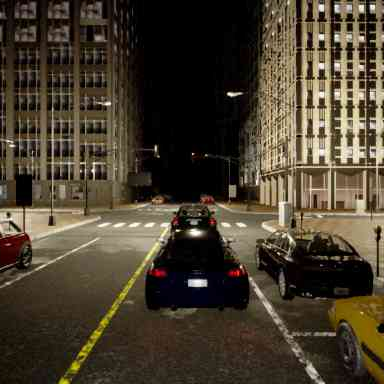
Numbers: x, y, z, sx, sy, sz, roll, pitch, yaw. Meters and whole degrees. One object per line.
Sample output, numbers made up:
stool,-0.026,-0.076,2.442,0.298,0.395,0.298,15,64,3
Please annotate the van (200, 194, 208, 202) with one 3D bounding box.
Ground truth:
van,2.637,1.250,74.479,1.690,1.788,3.998,0,0,0

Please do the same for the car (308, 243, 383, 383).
car,2.689,1.525,2.668,1.752,1.417,4.829,0,0,0

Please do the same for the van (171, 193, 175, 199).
van,-5.747,1.236,80.161,1.690,1.788,3.998,0,0,0

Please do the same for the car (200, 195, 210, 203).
car,2.641,1.363,68.794,1.967,1.590,4.097,0,0,0

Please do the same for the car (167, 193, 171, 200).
car,-5.764,1.251,63.106,2.192,1.841,5.009,0,0,0

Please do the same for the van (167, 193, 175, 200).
van,-5.755,1.205,91.533,1.690,1.788,3.998,0,0,0

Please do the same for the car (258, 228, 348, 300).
car,2.685,1.549,8.165,2.008,1.369,4.403,0,0,0

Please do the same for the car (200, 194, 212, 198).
car,2.745,1.388,57.426,1.967,1.590,4.097,0,0,0

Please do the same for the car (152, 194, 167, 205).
car,-5.826,1.388,57.421,1.967,1.590,4.097,0,0,0

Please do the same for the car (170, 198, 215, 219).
car,0.086,1.346,16.454,2.097,1.767,4.553,0,0,0

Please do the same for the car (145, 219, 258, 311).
car,0.096,1.563,7.821,1.994,1.385,4.181,0,0,0

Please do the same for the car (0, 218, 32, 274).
car,-5.695,1.439,8.158,1.967,1.590,4.097,0,0,0
